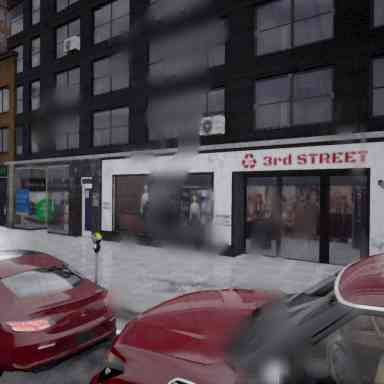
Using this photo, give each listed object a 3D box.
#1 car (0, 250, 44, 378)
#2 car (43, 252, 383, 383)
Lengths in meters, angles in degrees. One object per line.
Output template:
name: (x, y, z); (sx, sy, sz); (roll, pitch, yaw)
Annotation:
car: (-2.965, 1.580, 5.176); (4.206, 1.307, 1.802); (0, 1, 35)
car: (1.588, 1.315, 1.941); (5.009, 1.841, 2.192); (0, 1, 35)
